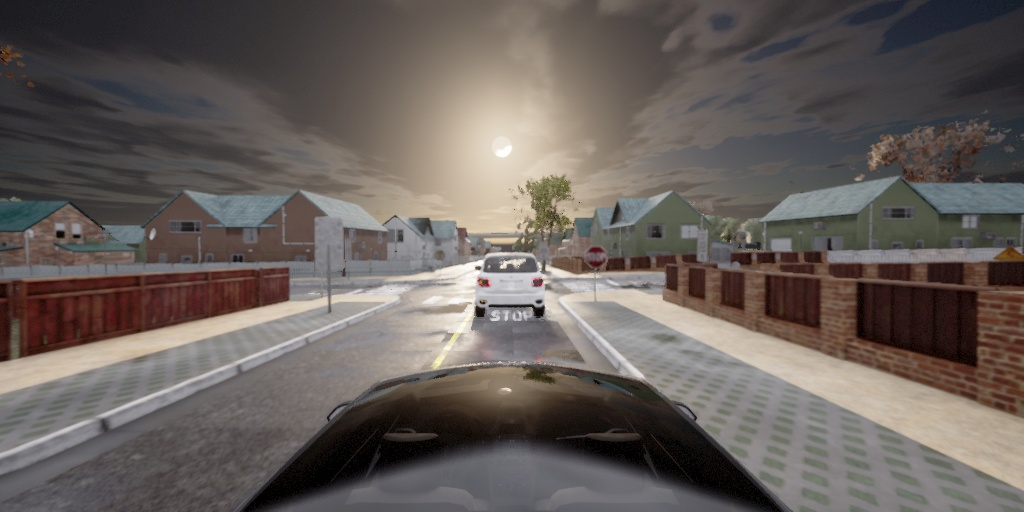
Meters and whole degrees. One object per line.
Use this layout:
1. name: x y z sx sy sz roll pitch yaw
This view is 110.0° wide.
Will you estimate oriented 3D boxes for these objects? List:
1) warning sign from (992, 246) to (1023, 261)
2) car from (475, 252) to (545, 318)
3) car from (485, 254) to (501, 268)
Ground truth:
1. warning sign: 25.179 0.433 18.123 1.060 1.860 1.300 0 0 0
2. car: -0.158 0.917 12.842 2.150 2.045 5.566 0 0 -3
3. car: -2.837 0.720 54.294 2.150 2.045 5.566 0 0 0
